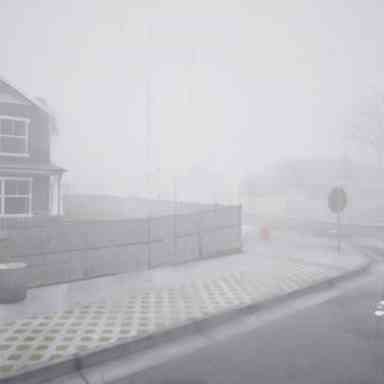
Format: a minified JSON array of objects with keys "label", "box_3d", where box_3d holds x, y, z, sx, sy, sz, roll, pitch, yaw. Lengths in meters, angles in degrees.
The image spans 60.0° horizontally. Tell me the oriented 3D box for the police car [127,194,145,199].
[{"label":"police car","box_3d":[-7.886,1.109,47.051,1.930,1.638,5.238,1,0,-42]}]
